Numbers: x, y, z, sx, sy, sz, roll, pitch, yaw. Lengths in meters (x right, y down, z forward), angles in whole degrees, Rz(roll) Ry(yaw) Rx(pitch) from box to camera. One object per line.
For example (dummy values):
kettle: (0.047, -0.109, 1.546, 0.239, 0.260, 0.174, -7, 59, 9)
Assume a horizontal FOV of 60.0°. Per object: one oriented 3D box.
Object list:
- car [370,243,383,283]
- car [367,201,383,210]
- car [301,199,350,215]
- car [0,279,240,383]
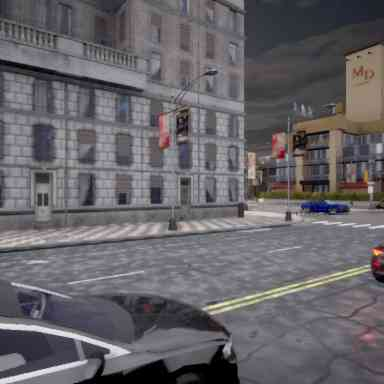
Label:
car: (6.273, 1.526, 8.356, 4.674, 1.442, 1.812, 0, 0, -36)
car: (24.206, 1.547, 40.127, 2.033, 1.411, 5.357, 0, 0, -34)
car: (13.626, 1.477, 34.090, 1.882, 1.535, 5.008, 0, 0, -32)
car: (-1.779, 1.491, 2.595, 4.902, 1.511, 2.128, 0, 0, -35)
